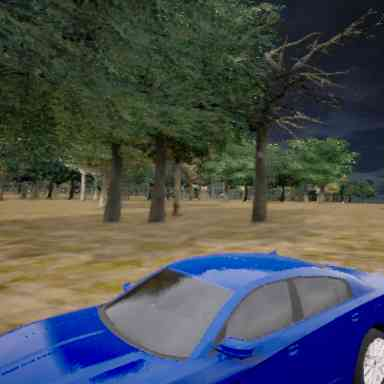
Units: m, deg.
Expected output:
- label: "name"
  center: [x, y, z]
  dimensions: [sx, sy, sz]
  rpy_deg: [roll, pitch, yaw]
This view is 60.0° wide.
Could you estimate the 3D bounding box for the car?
- label: "car"
  center: [0.330, 1.481, 3.612]
  dimensions: [5.008, 1.535, 1.882]
  rpy_deg: [0, 0, -35]
